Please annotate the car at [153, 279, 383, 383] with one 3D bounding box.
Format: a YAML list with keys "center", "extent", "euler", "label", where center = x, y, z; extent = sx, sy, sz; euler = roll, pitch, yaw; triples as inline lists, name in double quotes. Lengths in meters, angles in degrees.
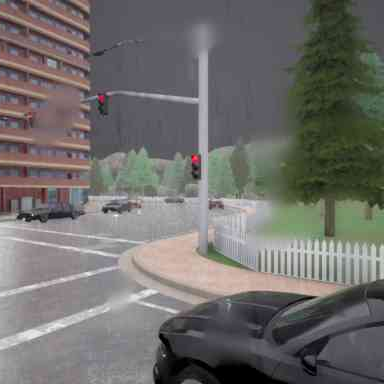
- center: [1.899, 1.478, 2.635]
  extent: [5.008, 1.535, 1.882]
  euler: [0, 0, 36]
  label: "car"

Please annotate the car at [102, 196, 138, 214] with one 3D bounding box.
- center: [-7.797, 1.492, 35.386]
  extent: [2.033, 1.411, 5.357]
  euler: [0, 0, 7]
  label: "car"

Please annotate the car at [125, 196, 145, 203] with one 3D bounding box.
- center: [-11.783, 1.470, 68.722]
  extent: [4.674, 1.442, 1.812]
  euler: [0, 0, 44]
  label: "car"

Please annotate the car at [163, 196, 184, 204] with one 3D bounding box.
- center: [-3.606, 1.492, 63.892]
  extent: [2.033, 1.411, 5.357]
  euler: [0, 0, -32]
  label: "car"

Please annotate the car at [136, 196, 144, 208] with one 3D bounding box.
- center: [-8.096, 1.296, 45.682]
  extent: [2.097, 1.767, 4.553]
  euler: [0, 0, -11]
  label: "car"

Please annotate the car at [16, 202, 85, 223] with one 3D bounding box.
- center: [-10.616, 1.492, 25.567]
  extent: [2.033, 1.411, 5.357]
  euler: [0, 0, 24]
  label: "car"

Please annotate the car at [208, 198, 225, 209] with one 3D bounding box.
- center: [2.950, 1.470, 43.241]
  extent: [1.812, 1.442, 4.674]
  euler: [0, 0, -3]
  label: "car"
